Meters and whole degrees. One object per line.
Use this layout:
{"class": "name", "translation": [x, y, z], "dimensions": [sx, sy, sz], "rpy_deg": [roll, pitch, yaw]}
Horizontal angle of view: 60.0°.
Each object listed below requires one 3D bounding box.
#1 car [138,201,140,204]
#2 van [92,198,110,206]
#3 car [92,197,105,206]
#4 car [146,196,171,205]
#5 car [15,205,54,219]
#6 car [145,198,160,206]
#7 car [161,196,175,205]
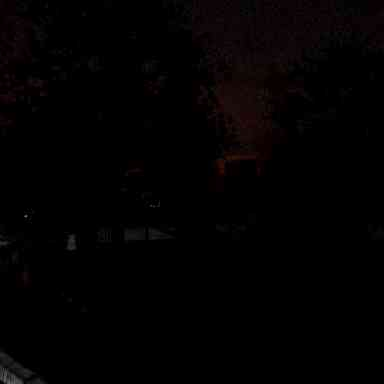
{"class": "car", "translation": [-12.005, 2.734, 90.915], "dimensions": [5.366, 1.575, 1.946], "rpy_deg": [0, -2, -20]}
{"class": "van", "translation": [-23.790, 2.565, 87.209], "dimensions": [4.442, 1.987, 1.878], "rpy_deg": [0, -2, -20]}
{"class": "car", "translation": [-18.027, 1.993, 71.613], "dimensions": [5.566, 2.045, 2.435], "rpy_deg": [0, -1, -21]}
{"class": "car", "translation": [-7.950, 2.066, 79.479], "dimensions": [5.566, 2.045, 2.435], "rpy_deg": [0, -2, -21]}
{"class": "car", "translation": [-15.159, 1.909, 32.435], "dimensions": [1.895, 1.301, 4.718], "rpy_deg": [0, 0, -1]}
{"class": "car", "translation": [-7.847, 2.117, 65.674], "dimensions": [1.994, 1.385, 4.181], "rpy_deg": [0, -1, -3]}
{"class": "car", "translation": [-5.842, 2.034, 73.910], "dimensions": [4.553, 1.767, 2.185], "rpy_deg": [0, -1, -21]}
